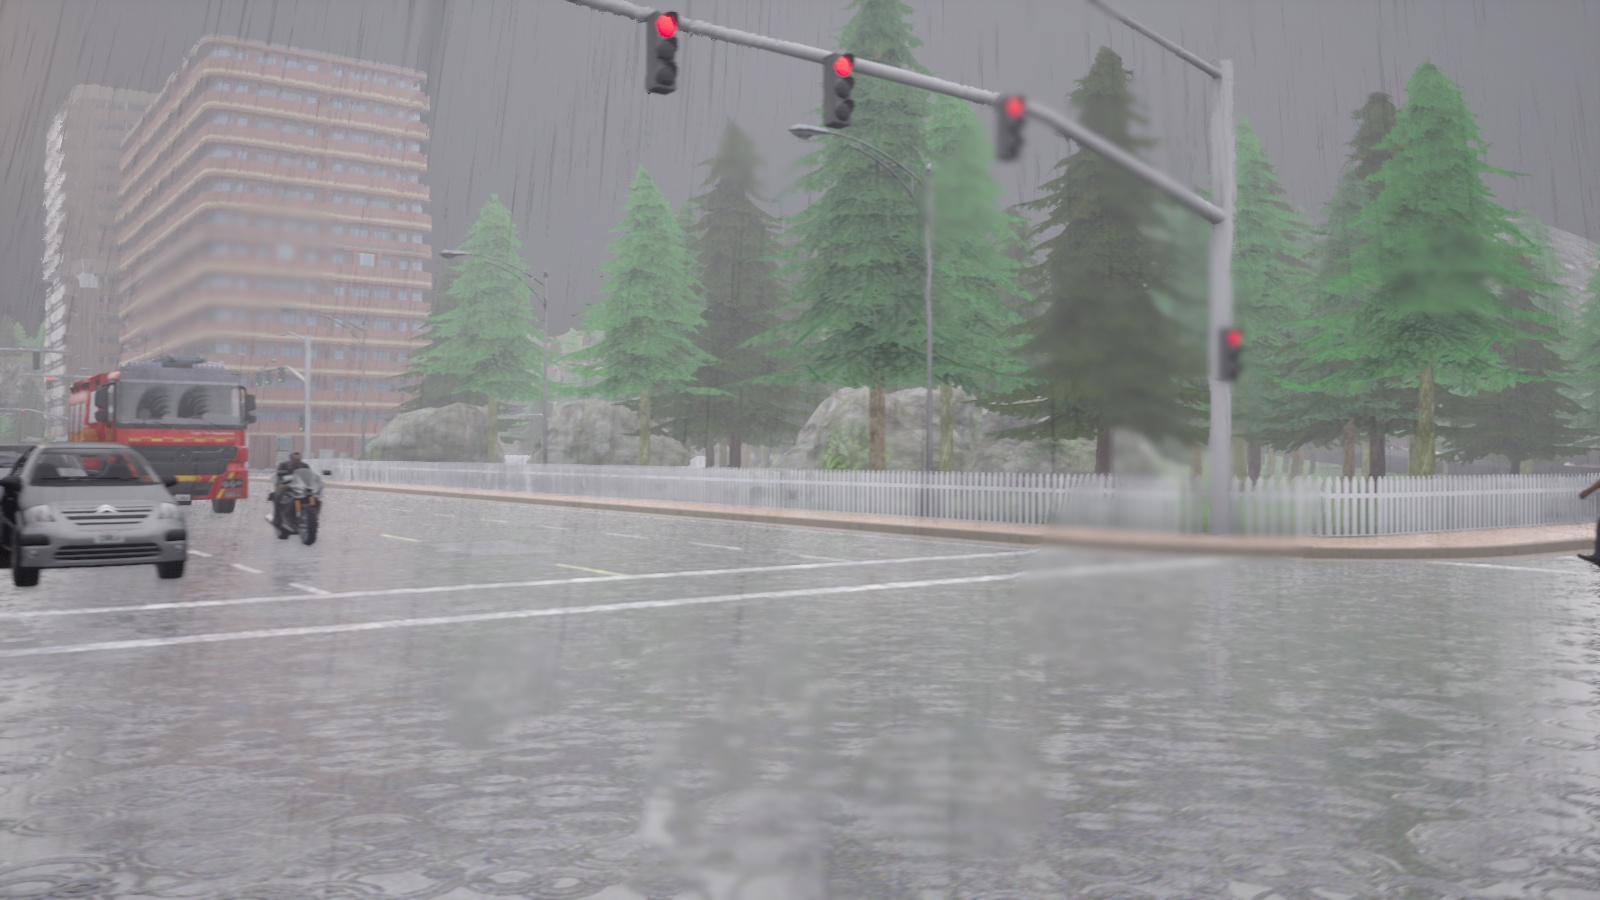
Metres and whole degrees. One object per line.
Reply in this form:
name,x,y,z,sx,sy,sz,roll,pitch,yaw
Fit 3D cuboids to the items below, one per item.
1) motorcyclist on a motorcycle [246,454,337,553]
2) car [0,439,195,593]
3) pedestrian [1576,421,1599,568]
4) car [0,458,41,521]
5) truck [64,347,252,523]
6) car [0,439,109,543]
motorcyclist on a motorcycle,-8.410,0.848,20.716,0.866,1.530,2.191,0,-1,-36
car,-8.794,0.699,15.313,1.851,1.617,3.988,0,0,-36
pedestrian,10.330,0.558,15.930,0.540,1.848,0.694,0,0,-43
car,-19.836,0.908,30.407,2.033,1.411,5.357,0,0,-36
truck,-16.311,-0.309,31.516,2.891,3.827,8.468,0,0,-36
car,-13.860,0.672,22.235,2.242,1.667,4.611,0,0,-36
